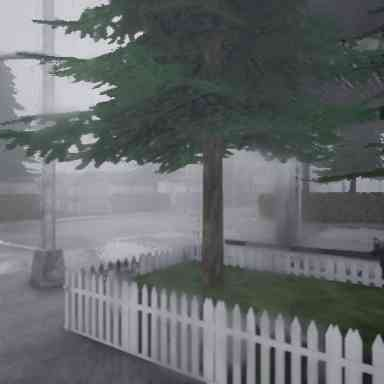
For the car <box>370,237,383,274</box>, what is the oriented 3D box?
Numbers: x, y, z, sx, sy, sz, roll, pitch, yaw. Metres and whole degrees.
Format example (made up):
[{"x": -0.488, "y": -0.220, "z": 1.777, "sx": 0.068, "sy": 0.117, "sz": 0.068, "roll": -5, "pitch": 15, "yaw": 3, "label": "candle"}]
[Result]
[{"x": 6.732, "y": 1.312, "z": 8.314, "sx": 3.866, "sy": 1.878, "sz": 1.905, "roll": 0, "pitch": 0, "yaw": 35, "label": "car"}]
